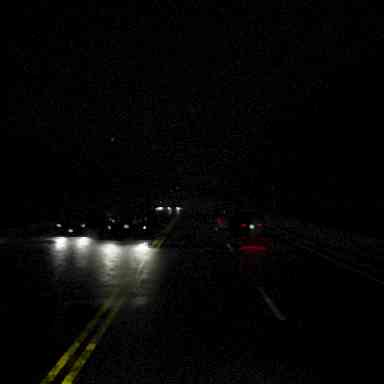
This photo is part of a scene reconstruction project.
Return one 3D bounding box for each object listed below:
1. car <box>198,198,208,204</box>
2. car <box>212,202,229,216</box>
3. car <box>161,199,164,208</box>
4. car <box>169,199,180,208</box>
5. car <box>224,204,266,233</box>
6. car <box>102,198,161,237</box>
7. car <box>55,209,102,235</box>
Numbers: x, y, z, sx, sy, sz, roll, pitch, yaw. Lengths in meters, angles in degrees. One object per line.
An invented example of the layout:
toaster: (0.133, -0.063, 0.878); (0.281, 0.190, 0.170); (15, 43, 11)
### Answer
car: (3.306, 2.528, 89.476); (2.033, 1.411, 5.357); (0, -1, 0)
car: (3.373, 1.869, 37.214); (2.128, 1.511, 4.902); (0, -1, 0)
car: (-6.487, 2.015, 62.899); (2.097, 1.767, 4.553); (0, -1, 1)
car: (-3.247, 2.153, 61.626); (1.837, 1.490, 4.892); (0, -1, 1)
car: (3.362, 1.715, 21.094); (1.837, 1.490, 4.892); (0, -1, 0)
car: (-3.340, 1.417, 19.646); (2.150, 2.045, 5.566); (0, -1, 0)
car: (-6.589, 1.753, 20.709); (2.033, 1.411, 5.357); (0, -1, 0)
